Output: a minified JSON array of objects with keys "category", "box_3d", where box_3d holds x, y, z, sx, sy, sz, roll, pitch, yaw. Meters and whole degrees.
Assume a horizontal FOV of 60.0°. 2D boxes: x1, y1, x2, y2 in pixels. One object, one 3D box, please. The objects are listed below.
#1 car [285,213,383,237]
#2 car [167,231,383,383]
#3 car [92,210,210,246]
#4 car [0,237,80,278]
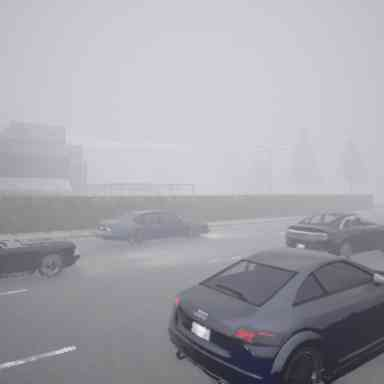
[{"category":"car","box_3d":[5.399,1.491,11.885,4.902,1.511,2.128,0,0,-35]},{"category":"car","box_3d":[1.728,1.564,4.975,4.181,1.385,1.994,0,0,-35]},{"category":"car","box_3d":[-1.758,1.547,15.382,5.357,1.411,2.033,0,0,-35]},{"category":"car","box_3d":[-5.418,1.601,8.480,4.718,1.301,1.895,0,0,-35]}]
